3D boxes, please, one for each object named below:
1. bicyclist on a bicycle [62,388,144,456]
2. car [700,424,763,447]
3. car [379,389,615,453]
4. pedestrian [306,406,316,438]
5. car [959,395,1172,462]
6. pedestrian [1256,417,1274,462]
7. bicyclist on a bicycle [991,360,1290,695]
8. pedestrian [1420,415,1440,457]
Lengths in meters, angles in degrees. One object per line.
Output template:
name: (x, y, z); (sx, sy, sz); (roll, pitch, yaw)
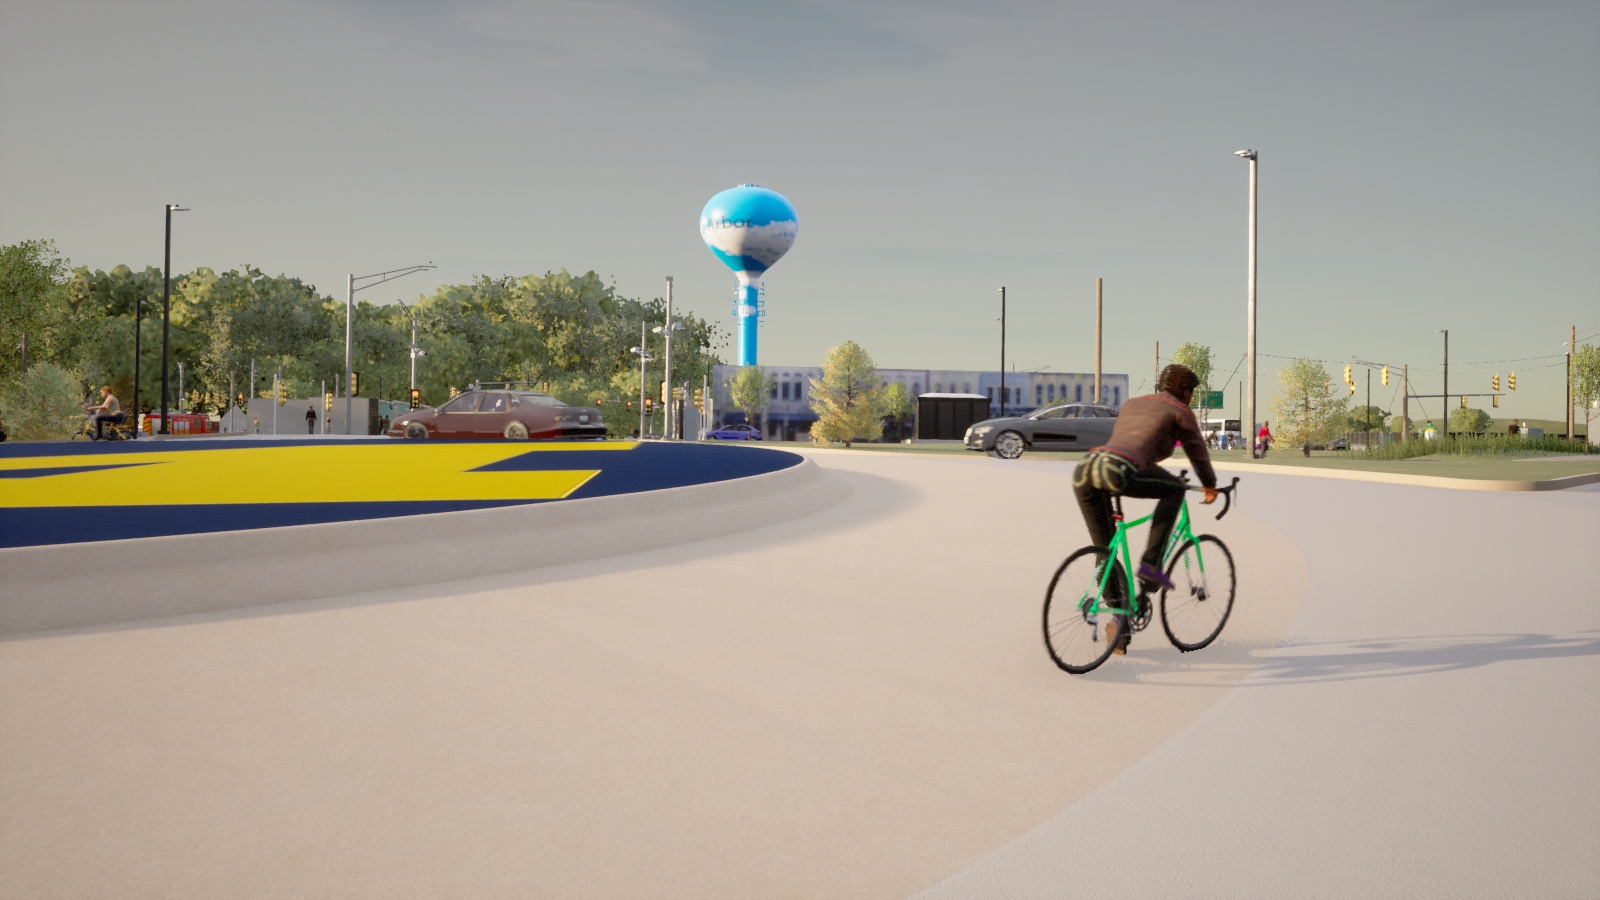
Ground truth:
bicyclist on a bicycle: (-16.898, -0.671, 30.474); (1.509, 1.612, 0.866); (-1, 0, -7)
car: (-4.738, -1.007, 86.032); (4.193, 1.474, 1.816); (1, -1, -7)
car: (-7.145, -0.669, 29.511); (5.357, 1.411, 2.033); (0, 1, 27)
pedestrian: (-29.118, -1.646, 74.818); (0.376, 1.854, 0.720); (1, -1, -6)
car: (6.604, -0.512, 31.662); (4.902, 1.511, 2.128); (1, -1, 1)
pedestrian: (19.330, -0.438, 52.218); (0.636, 1.846, 0.331); (1, -1, -7)
bicyclist on a bicycle: (1.877, 0.350, 6.838); (1.656, 1.620, 0.582); (-2, 7, -37)
pedestrian: (29.856, -0.654, 59.523); (0.659, 1.952, 0.873); (0, -1, 11)
